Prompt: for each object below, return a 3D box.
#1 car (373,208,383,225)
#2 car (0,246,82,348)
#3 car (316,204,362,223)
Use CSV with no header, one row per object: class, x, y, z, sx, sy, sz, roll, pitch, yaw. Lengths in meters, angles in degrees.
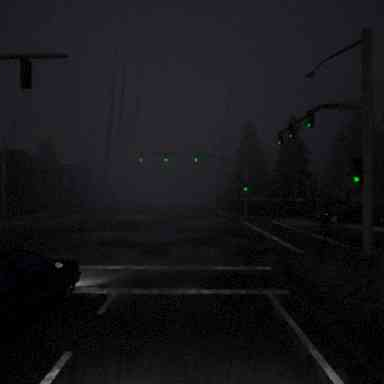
car,15.597,1.711,23.254,4.674,1.442,1.812,0,0,0
car,-3.448,1.591,5.267,2.033,1.411,5.357,0,0,-1
car,12.573,1.718,26.778,4.892,1.490,1.837,0,0,0
